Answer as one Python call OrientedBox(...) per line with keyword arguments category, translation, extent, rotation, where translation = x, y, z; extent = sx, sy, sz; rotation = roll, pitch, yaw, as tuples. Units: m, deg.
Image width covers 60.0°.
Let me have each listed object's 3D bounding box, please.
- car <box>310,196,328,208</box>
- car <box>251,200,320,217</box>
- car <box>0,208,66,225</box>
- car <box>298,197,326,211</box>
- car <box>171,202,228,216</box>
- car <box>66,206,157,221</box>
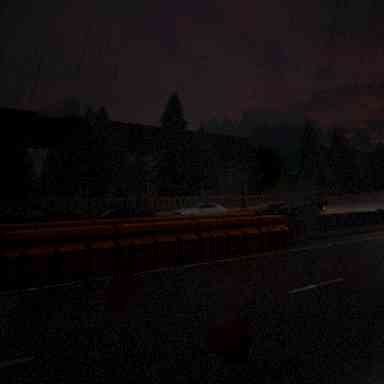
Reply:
OrientedBox(category="car", translation=(11.445, 1.245, 32.898), extent=(4.892, 1.490, 1.837), rotation=(-3, 2, -34))
OrientedBox(category="car", translation=(5.113, 1.491, 20.104), extent=(4.902, 1.511, 2.128), rotation=(0, 0, -34))
OrientedBox(category="car", translation=(-9.078, 1.601, 18.972), extent=(4.718, 1.301, 1.895), rotation=(0, 0, -34))
OrientedBox(category="car", translation=(7.980, 1.441, 26.314), extent=(4.902, 1.511, 2.128), rotation=(-1, 1, -34))
OrientedBox(category="car", translation=(0.640, 1.526, 25.546), extent=(4.674, 1.442, 1.812), rotation=(0, 0, -34))
OrientedBox(category="car", translation=(-4.078, 1.525, 18.127), extent=(4.674, 1.442, 1.812), rotation=(0, 0, -34))
